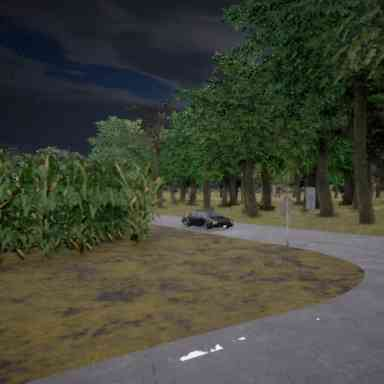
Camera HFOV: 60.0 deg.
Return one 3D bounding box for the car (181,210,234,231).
[{"bbox_3d":[1.033,2.123,25.954,2.033,1.411,5.357,-1,-1,-29],"label":"car"}]
